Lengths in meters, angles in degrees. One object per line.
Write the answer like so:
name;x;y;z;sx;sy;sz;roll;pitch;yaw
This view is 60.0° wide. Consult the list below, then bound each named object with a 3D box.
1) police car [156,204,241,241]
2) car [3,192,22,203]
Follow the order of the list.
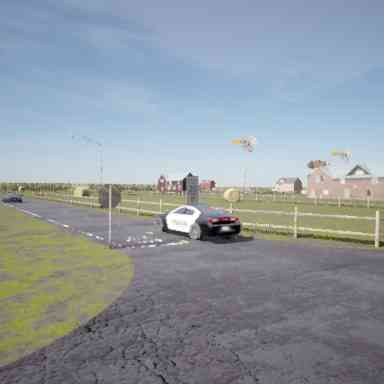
police car;0.021;1.335;15.961;2.038;1.542;4.974;1;0;-36
car;-24.673;0.746;45.651;1.994;1.385;4.181;1;1;-36
